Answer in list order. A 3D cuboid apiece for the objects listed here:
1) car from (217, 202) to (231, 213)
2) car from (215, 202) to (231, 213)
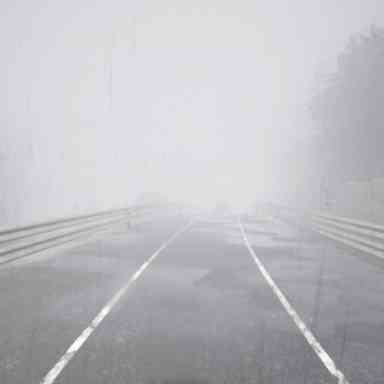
[{"bbox_3d":[5.542,2.654,56.538,2.097,1.767,4.553,0,-4,8],"label":"car"},{"bbox_3d":[4.185,2.174,46.233,2.128,1.511,4.902,0,-3,7],"label":"car"}]
